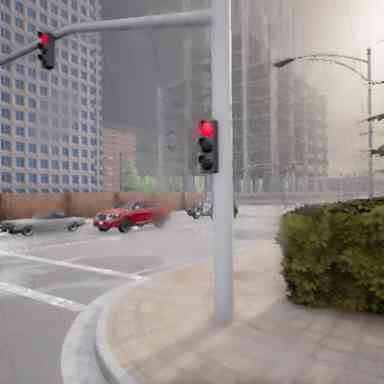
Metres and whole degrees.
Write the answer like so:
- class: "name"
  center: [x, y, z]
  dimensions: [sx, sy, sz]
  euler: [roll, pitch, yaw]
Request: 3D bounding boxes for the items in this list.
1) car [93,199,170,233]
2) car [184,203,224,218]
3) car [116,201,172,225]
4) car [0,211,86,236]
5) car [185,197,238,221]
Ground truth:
- class: "car"
  center: [-3.870, 1.478, 22.000]
  dimensions: [2.150, 2.045, 5.566]
  euler: [-1, -1, 33]
- class: "car"
  center: [1.333, 1.901, 35.273]
  dimensions: [1.895, 1.301, 4.718]
  euler: [-1, -1, 36]
- class: "car"
  center: [-3.897, 1.652, 27.961]
  dimensions: [2.097, 1.767, 4.553]
  euler: [-1, -1, 35]
- class: "car"
  center: [-9.108, 1.901, 20.630]
  dimensions: [1.895, 1.301, 4.718]
  euler: [-1, -1, 35]
- class: "car"
  center: [2.166, 1.477, 30.427]
  dimensions: [2.150, 2.045, 5.566]
  euler: [-1, -1, 36]
